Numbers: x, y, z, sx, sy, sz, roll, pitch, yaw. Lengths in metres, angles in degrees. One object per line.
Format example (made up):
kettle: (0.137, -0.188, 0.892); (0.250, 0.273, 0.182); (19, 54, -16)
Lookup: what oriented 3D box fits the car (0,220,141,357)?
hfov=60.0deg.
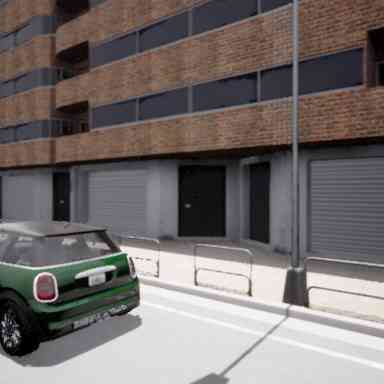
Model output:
car: (-3.157, 1.331, 6.243); (4.553, 1.767, 2.097); (0, 0, 36)
